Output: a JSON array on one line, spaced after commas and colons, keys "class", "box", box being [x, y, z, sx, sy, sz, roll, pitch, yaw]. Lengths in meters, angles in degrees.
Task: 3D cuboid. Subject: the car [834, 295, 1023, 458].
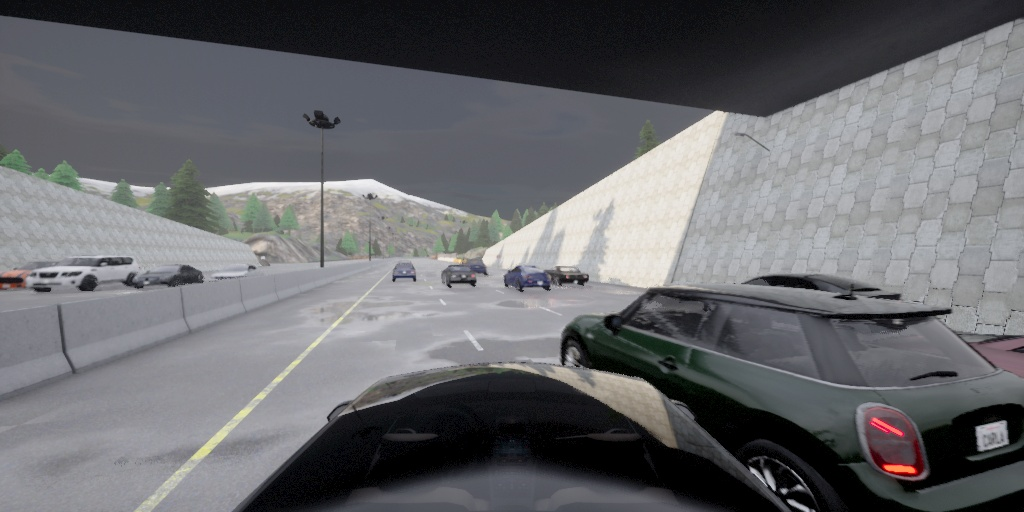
[{"class": "car", "box": [6.161, 1.314, 3.411, 1.994, 1.385, 4.181, 0, 0, -16]}]

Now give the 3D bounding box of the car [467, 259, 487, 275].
[{"class": "car", "box": [-4.103, 1.101, 38.092, 2.097, 1.767, 4.553, 0, 0, -16]}]

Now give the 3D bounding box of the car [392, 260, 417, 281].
[{"class": "car", "box": [-8.901, 1.296, 29.648, 2.033, 1.411, 5.357, 0, 0, -17]}]

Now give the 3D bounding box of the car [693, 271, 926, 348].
[{"class": "car", "box": [7.795, 1.250, 10.213, 1.837, 1.490, 4.892, 0, -1, -16]}]

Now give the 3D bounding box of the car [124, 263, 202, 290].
[{"class": "car", "box": [-21.714, 1.275, 22.898, 1.812, 1.442, 4.674, 0, 0, -16]}]

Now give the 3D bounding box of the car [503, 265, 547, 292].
[{"class": "car", "box": [0.843, 1.274, 21.384, 1.812, 1.442, 4.674, 0, 0, -16]}]

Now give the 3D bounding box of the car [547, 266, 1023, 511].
[{"class": "car", "box": [2.280, 1.101, 4.191, 2.097, 1.767, 4.553, 0, 0, -16]}]

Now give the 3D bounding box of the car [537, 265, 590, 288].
[{"class": "car", "box": [3.442, 1.349, 24.931, 1.895, 1.301, 4.718, 0, 0, -16]}]

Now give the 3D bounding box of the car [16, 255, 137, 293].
[{"class": "car", "box": [-24.862, 0.971, 21.196, 2.150, 2.045, 5.566, 0, 0, -16]}]

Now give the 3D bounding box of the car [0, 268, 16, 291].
[{"class": "car", "box": [-28.784, 1.101, 22.125, 2.097, 1.767, 4.553, 0, 0, -16]}]

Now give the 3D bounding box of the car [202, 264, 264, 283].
[{"class": "car", "box": [-18.466, 1.275, 24.256, 1.812, 1.442, 4.674, 0, 0, -16]}]

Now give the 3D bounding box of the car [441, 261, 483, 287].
[{"class": "car", "box": [-3.668, 1.296, 24.287, 2.033, 1.411, 5.357, 0, 0, -16]}]
